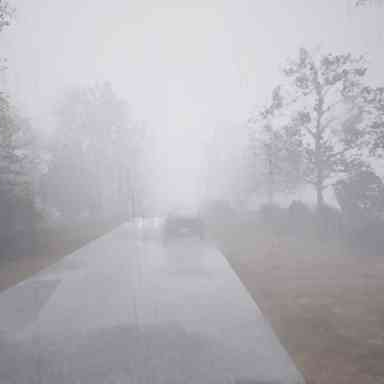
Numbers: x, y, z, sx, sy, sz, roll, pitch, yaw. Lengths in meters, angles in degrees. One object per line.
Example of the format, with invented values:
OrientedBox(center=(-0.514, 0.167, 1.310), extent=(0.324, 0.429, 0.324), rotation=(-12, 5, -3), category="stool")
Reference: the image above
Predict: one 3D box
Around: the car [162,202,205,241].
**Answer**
OrientedBox(center=(-0.413, 1.499, 17.007), extent=(1.882, 1.535, 5.008), rotation=(0, 0, -2), category="car")

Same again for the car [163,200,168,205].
OrientedBox(center=(-5.915, 2.522, 74.353), extent=(1.882, 1.535, 5.008), rotation=(0, -2, -2), category="car")

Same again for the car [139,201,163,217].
OrientedBox(center=(-4.118, 1.657, 32.960), extent=(1.837, 1.490, 4.892), rotation=(0, -1, -3), category="car")
